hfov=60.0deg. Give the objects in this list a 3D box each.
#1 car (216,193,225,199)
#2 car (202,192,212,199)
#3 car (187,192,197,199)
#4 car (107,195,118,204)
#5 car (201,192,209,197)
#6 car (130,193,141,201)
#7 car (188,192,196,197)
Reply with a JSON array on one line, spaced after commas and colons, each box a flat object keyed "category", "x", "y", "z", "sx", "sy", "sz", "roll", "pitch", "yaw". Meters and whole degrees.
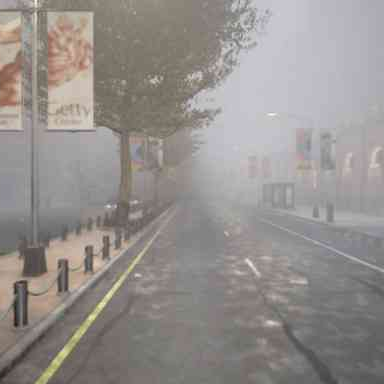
[{"category": "car", "x": 6.740, "y": 0.937, "z": 79.387, "sx": 1.895, "sy": 1.301, "sz": 4.718, "roll": 0, "pitch": 0, "yaw": 0}, {"category": "car", "x": 3.491, "y": 0.907, "z": 77.079, "sx": 1.994, "sy": 1.385, "sz": 4.181, "roll": 0, "pitch": 0, "yaw": 0}, {"category": "car", "x": -0.009, "y": 0.857, "z": 76.725, "sx": 1.837, "sy": 1.490, "sz": 4.892, "roll": 0, "pitch": 0, "yaw": 0}, {"category": "car", "x": -11.580, "y": 1.178, "z": 50.963, "sx": 1.895, "sy": 1.301, "sz": 4.718, "roll": 0, "pitch": 0, "yaw": 0}, {"category": "car", "x": 3.490, "y": 0.701, "z": 86.874, "sx": 1.895, "sy": 1.301, "sz": 4.718, "roll": 0, "pitch": 0, "yaw": 0}, {"category": "car", "x": -11.512, "y": 0.962, "z": 66.840, "sx": 2.128, "sy": 1.511, "sz": 4.902, "roll": 0, "pitch": 0, "yaw": 0}, {"category": "car", "x": -0.010, "y": 0.659, "z": 86.842, "sx": 1.994, "sy": 1.385, "sz": 4.181, "roll": 0, "pitch": 0, "yaw": 0}]
